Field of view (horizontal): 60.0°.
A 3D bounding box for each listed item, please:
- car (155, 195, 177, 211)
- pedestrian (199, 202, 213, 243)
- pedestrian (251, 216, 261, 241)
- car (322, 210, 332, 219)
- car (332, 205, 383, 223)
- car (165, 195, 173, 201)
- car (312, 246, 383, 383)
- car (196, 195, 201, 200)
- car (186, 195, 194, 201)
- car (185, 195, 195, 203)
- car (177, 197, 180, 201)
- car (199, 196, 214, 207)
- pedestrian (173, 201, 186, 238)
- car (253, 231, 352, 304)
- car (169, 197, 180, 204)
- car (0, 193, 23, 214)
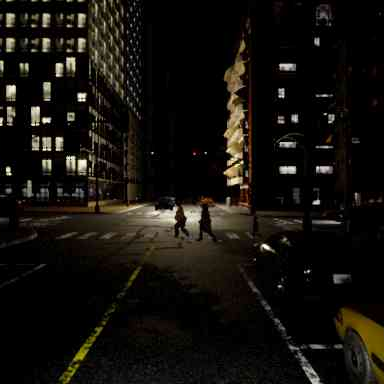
[{"bbox_3d":[-3.350,1.360,40.839,2.097,1.767,4.553,0,0,0],"label":"car"},{"bbox_3d":[0.623,1.295,14.781,0.375,1.860,0.375,0,0,0],"label":"pedestrian"},{"bbox_3d":[2.948,1.295,15.397,0.375,1.860,0.375,0,0,0],"label":"pedestrian"},{"bbox_3d":[14.453,1.836,30.349,4.829,1.417,1.752,1,-1,-1],"label":"car"},{"bbox_3d":[14.458,1.868,27.748,4.181,1.385,1.994,1,0,-1],"label":"car"},{"bbox_3d":[-6.255,1.598,91.064,2.008,1.369,4.403,0,0,0],"label":"car"},{"bbox_3d":[2.675,1.525,2.422,1.752,1.417,4.829,0,0,0],"label":"car"},{"bbox_3d":[2.300,1.573,62.874,2.008,1.369,4.403,0,0,0],"label":"car"},{"bbox_3d":[-0.512,1.396,82.541,2.128,1.511,4.902,0,0,0],"label":"car"},{"bbox_3d":[-0.450,1.574,72.539,1.994,1.385,4.181,0,0,0],"label":"car"},{"bbox_3d":[-3.411,1.505,51.384,2.128,1.511,4.902,0,0,0],"label":"car"},{"bbox_3d":[2.430,1.595,49.958,1.802,1.307,4.206,0,0,0],"label":"car"},{"bbox_3d":[-0.580,1.295,15.973,0.375,1.860,0.375,0,0,0],"label":"pedestrian"},{"bbox_3d":[2.640,1.566,7.935,1.947,1.339,4.313,0,0,0],"label":"car"},{"bbox_3d":[-3.439,1.626,66.208,1.895,1.301,4.718,0,0,0],"label":"car"},{"bbox_3d":[-17.880,1.029,29.870,5.009,1.841,2.192,1,-1,-1],"label":"car"}]
